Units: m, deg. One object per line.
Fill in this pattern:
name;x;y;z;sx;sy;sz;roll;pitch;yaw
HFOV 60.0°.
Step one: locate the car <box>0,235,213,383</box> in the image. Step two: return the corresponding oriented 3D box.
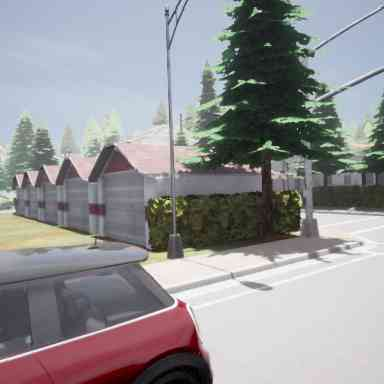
car;-2.087;1.353;2.504;4.553;1.767;2.097;-2;1;-36
